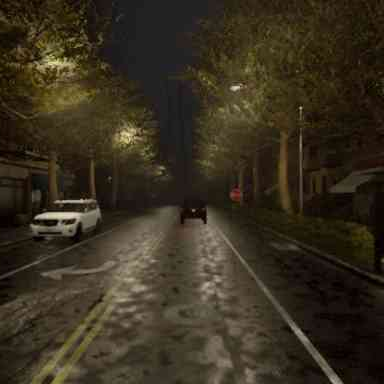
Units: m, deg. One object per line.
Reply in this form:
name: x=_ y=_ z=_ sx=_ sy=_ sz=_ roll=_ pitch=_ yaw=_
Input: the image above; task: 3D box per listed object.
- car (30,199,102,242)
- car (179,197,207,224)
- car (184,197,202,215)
car: x=-6.548 y=1.433 z=18.025 sx=2.435 sy=2.045 sz=5.566 roll=0 pitch=-1 yaw=0
car: x=0.112 y=1.544 z=28.305 sx=2.150 sy=2.045 sz=5.566 roll=0 pitch=0 yaw=0
car: x=0.084 y=1.683 z=41.240 sx=2.150 sy=2.045 sz=5.566 roll=0 pitch=-1 yaw=0
